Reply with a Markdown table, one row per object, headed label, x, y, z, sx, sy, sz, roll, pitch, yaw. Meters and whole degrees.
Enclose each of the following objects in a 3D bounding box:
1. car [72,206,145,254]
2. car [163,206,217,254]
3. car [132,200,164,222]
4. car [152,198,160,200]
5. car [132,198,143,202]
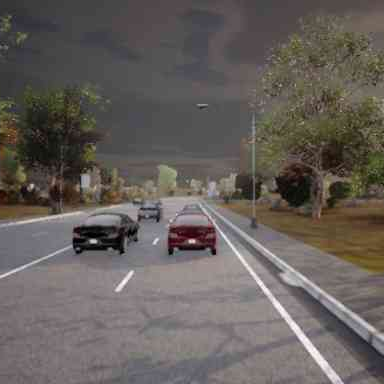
| label | x | y | z | sx | sy | sz | roll | pitch | yaw |
| --- | --- | --- | --- | --- | --- | --- | --- | --- | --- |
| car | -3.478 | 1.605 | 14.250 | 1.882 | 1.535 | 5.008 | 0 | 0 | 0 |
| car | 0.022 | 1.605 | 14.248 | 1.882 | 1.535 | 5.008 | 0 | 0 | 0 |
| car | -3.491 | 1.711 | 28.496 | 2.128 | 1.511 | 4.902 | 0 | 0 | 0 |
| car | -7.042 | 1.939 | 65.258 | 2.128 | 1.511 | 4.902 | 0 | 0 | 0 |
| car | -10.530 | 1.920 | 65.540 | 1.882 | 1.535 | 5.008 | 0 | 0 | 0 |
